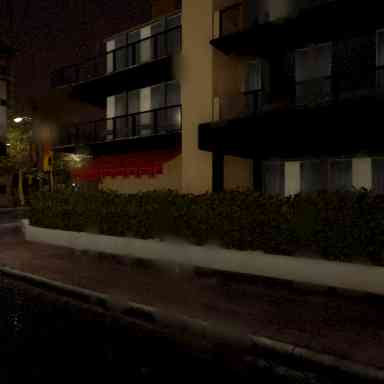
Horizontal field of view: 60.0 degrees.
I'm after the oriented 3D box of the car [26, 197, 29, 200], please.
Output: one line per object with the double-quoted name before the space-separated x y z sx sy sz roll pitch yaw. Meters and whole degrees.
"car" -36.115 1.481 67.977 4.892 1.521 2.231 0 0 36
